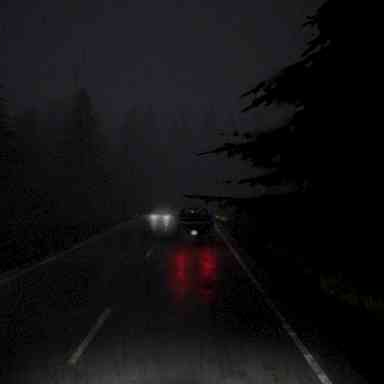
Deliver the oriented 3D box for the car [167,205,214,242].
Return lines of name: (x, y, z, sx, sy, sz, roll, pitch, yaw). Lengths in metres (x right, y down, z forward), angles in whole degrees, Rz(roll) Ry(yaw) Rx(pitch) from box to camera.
car: (0.096, 1.553, 16.769, 2.128, 1.511, 4.902, 0, 0, 0)

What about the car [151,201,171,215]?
car: (-3.179, 1.695, 35.616, 1.994, 1.385, 4.181, 0, 0, 1)

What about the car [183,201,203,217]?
car: (0.086, 1.648, 33.237, 1.812, 1.442, 4.674, 0, 0, 0)
